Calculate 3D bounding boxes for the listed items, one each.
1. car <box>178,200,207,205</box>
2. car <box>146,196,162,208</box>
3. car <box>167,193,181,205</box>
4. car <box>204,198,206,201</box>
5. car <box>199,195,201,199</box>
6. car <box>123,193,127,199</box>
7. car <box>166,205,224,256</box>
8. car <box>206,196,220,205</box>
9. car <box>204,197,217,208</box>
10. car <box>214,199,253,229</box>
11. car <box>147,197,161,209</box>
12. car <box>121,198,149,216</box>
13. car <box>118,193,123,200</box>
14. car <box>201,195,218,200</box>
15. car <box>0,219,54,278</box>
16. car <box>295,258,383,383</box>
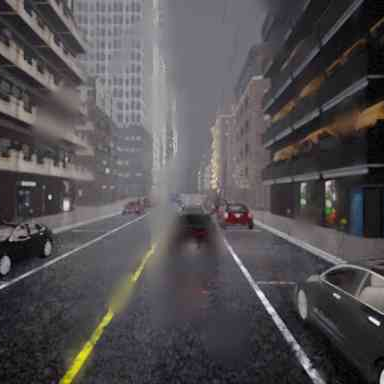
[{"bbox_3d":[0.041,1.598,27.445,1.895,1.301,4.718,0,0,1],"label":"car"},{"bbox_3d":[-5.690,1.442,49.808,1.967,1.590,4.097,0,0,0],"label":"car"},{"bbox_3d":[-3.030,1.228,58.039,2.150,2.045,5.566,0,0,0],"label":"car"},{"bbox_3d":[2.691,1.524,38.615,1.752,1.417,4.829,0,0,0],"label":"car"},{"bbox_3d":[2.690,1.570,55.493,1.947,1.339,4.313,0,0,0],"label":"car"},{"bbox_3d":[-17.695,1.039,77.555,5.009,1.841,2.192,1,-1,0],"label":"car"},{"bbox_3d":[0.048,1.504,13.085,1.837,1.490,4.892,0,0,1],"label":"car"},{"bbox_3d":[2.691,1.438,32.763,1.967,1.590,4.097,0,0,0],"label":"car"},{"bbox_3d":[2.690,1.527,49.980,1.752,1.417,4.829,0,0,0],"label":"car"},{"bbox_3d":[2.691,1.438,21.397,1.967,1.590,4.097,0,0,0],"label":"car"},{"bbox_3d":[-5.690,1.440,44.126,1.967,1.590,4.097,0,0,0],"label":"car"},{"bbox_3d":[-5.690,1.580,32.760,1.802,1.307,4.206,0,0,0],"label":"car"},{"bbox_3d":[-17.561,1.017,69.177,5.009,1.841,2.192,1,-1,0],"label":"car"},{"bbox_3d":[2.691,1.315,44.128,2.192,1.841,5.009,0,0,0],"label":"car"},{"bbox_3d":[-5.688,1.549,10.031,2.008,1.369,4.403,0,0,0],"label":"car"},{"bbox_3d":[2.692,1.550,4.351,2.008,1.369,4.403,0,0,0],"label":"car"}]
